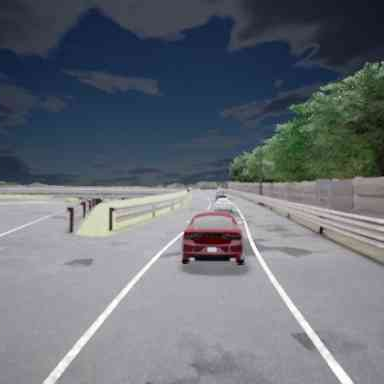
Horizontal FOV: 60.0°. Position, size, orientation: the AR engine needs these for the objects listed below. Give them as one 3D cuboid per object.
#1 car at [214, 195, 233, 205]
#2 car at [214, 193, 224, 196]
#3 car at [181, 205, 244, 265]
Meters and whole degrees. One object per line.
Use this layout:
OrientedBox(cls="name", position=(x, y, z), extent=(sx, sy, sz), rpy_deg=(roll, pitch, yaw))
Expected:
OrientedBox(cls="car", position=(3.301, 1.387, 35.092), extent=(1.812, 1.442, 4.674), rpy_deg=(0, 1, 6))
OrientedBox(cls="car", position=(4.871, 0.943, 57.808), extent=(1.837, 1.490, 4.892), rpy_deg=(0, 2, 3))
OrientedBox(cls="car", position=(0.774, 1.455, 11.740), extent=(1.882, 1.535, 5.008), rpy_deg=(0, 0, 5))
